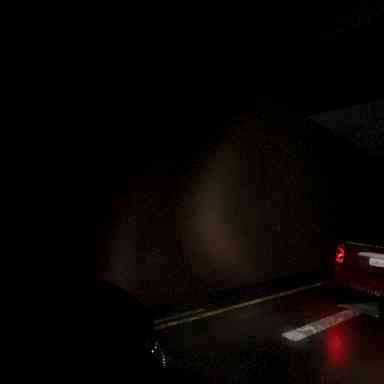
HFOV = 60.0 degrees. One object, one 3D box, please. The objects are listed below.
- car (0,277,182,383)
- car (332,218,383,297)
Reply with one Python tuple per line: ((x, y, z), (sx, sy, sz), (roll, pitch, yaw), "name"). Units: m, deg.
((-2.741, 1.222, 1.831), (5.566, 2.045, 2.150), (0, 0, -35), "car")
((5.236, 1.350, 7.513), (4.553, 1.767, 2.097), (0, 0, -35), "car")
